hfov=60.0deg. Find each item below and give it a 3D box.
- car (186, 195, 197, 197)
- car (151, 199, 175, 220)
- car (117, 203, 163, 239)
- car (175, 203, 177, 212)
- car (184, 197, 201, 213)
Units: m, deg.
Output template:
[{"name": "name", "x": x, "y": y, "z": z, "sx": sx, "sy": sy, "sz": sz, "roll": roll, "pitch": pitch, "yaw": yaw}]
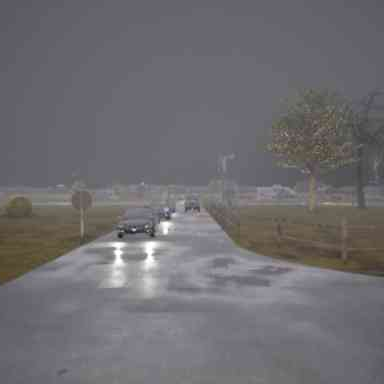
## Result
[{"name": "car", "x": -0.035, "y": 1.485, "z": 50.843, "sx": 2.150, "sy": 2.045, "sz": 5.566, "roll": -1, "pitch": -1, "yaw": 0}, {"name": "car", "x": -2.879, "y": 1.472, "z": 29.190, "sx": 2.097, "sy": 1.767, "sz": 4.553, "roll": -1, "pitch": 0, "yaw": 0}, {"name": "car", "x": -2.779, "y": 1.559, "z": 17.922, "sx": 1.837, "sy": 1.490, "sz": 4.892, "roll": -1, "pitch": -1, "yaw": -2}, {"name": "car", "x": -2.877, "y": 1.703, "z": 39.925, "sx": 1.837, "sy": 1.490, "sz": 4.892, "roll": -1, "pitch": -1, "yaw": 0}, {"name": "car", "x": 0.060, "y": 1.679, "z": 40.466, "sx": 1.837, "sy": 1.490, "sz": 4.892, "roll": -1, "pitch": 0, "yaw": 0}]
